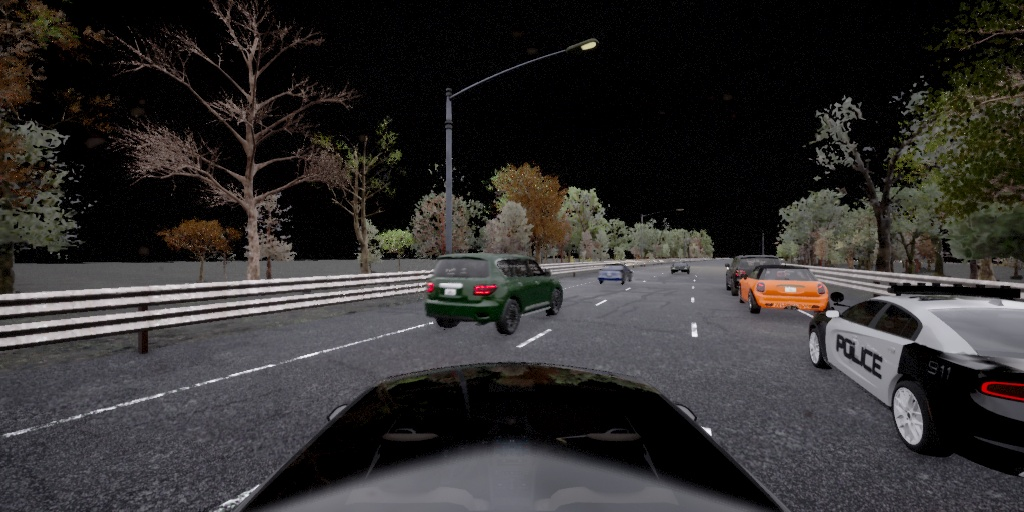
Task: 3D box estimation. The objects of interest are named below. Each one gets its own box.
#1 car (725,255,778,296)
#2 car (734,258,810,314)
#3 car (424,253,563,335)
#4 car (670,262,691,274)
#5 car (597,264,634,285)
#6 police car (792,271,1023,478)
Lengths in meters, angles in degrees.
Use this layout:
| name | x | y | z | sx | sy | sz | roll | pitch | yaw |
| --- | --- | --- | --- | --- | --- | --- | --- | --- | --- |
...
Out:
| name | x | y | z | sx | sy | sz | roll | pitch | yaw |
| --- | --- | --- | --- | --- | --- | --- | --- | --- | --- |
| car | 12.599 | 0.978 | 18.755 | 2.150 | 2.045 | 5.566 | 0 | 0 | 27 |
| car | 9.899 | 1.102 | 13.415 | 2.097 | 1.767 | 4.553 | 0 | 0 | 27 |
| car | -0.244 | 0.967 | 10.832 | 2.150 | 2.045 | 5.566 | 0 | -1 | 27 |
| car | 19.238 | 1.369 | 40.818 | 1.895 | 1.301 | 4.718 | 0 | 0 | 28 |
| car | 7.788 | 1.303 | 26.737 | 2.033 | 1.411 | 5.357 | 0 | 0 | 27 |
| police car | 5.596 | 1.175 | 4.682 | 1.930 | 1.638 | 5.238 | 0 | 0 | 26 |
